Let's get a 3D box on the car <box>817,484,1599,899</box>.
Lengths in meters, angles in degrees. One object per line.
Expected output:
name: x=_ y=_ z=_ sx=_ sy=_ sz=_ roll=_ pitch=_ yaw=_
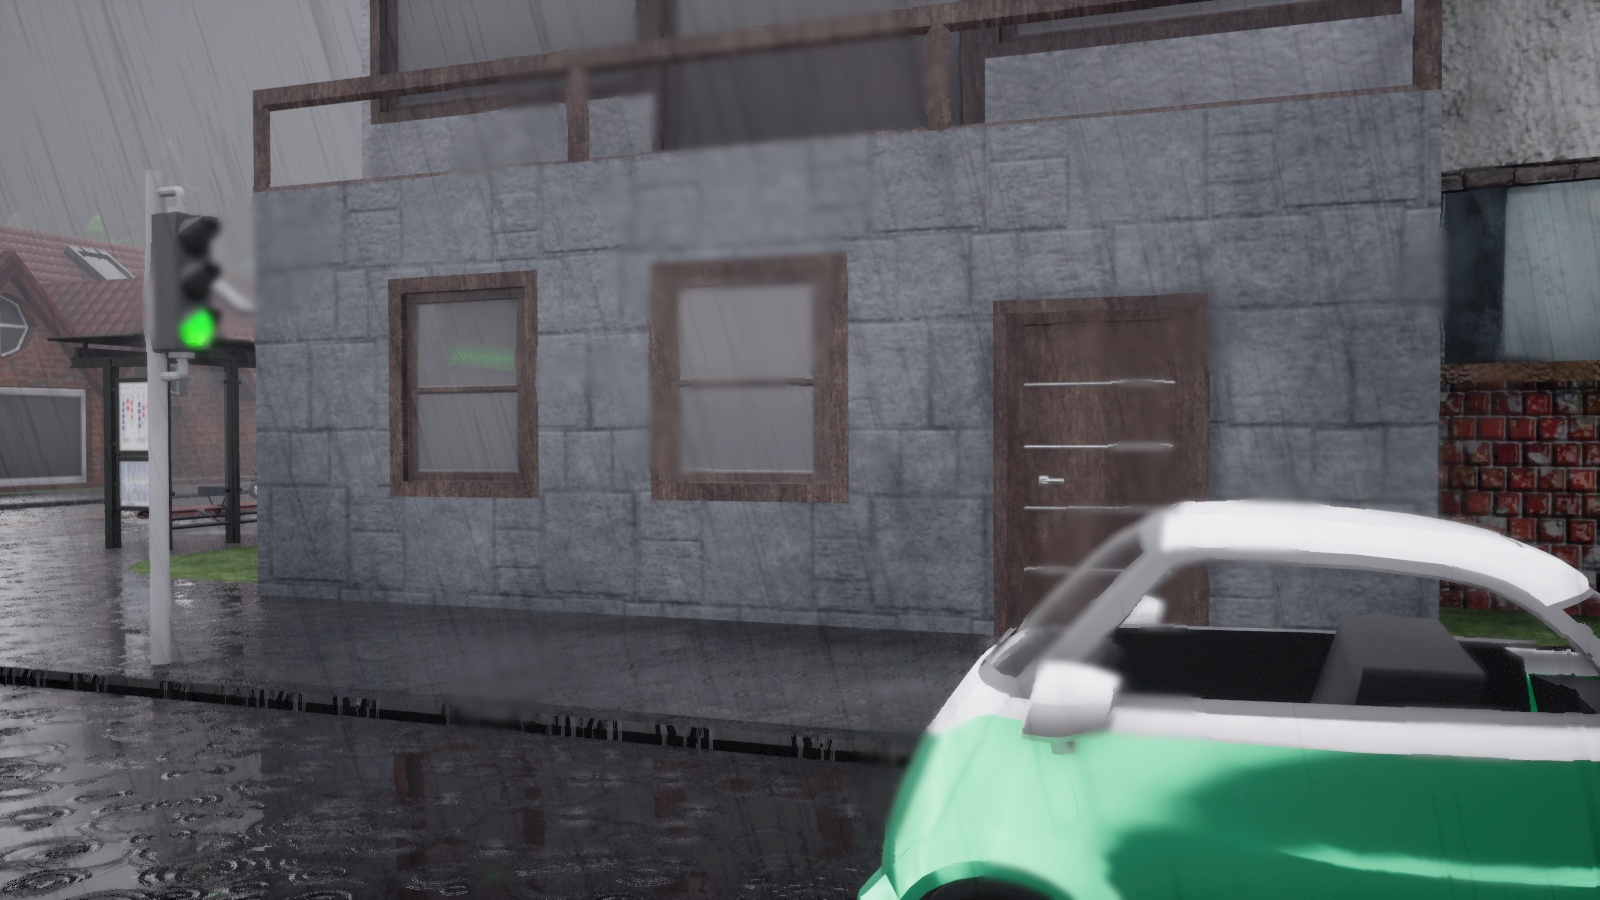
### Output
car: x=1.337 y=0.833 z=3.340 sx=2.207 sy=1.376 sz=1.481 roll=1 pitch=1 yaw=20
